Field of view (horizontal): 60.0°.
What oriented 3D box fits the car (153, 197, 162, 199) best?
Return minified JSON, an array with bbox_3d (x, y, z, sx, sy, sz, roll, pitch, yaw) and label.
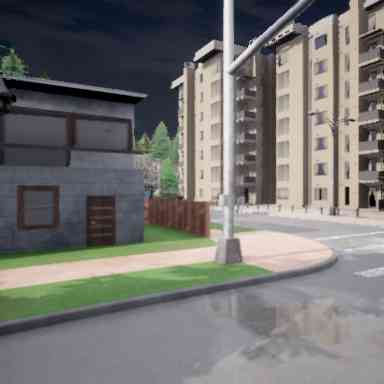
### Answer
[{"bbox_3d":[-4.367,1.318,39.111,1.837,1.490,4.892,0,0,-27],"label":"car"}]
